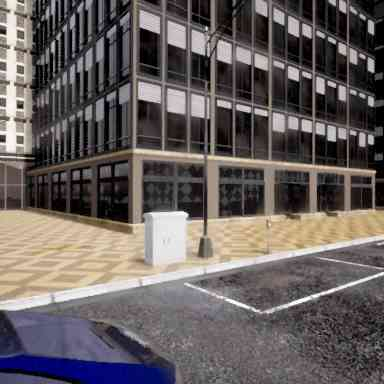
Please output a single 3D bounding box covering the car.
[{"bbox_3d":[-2.000,1.564,1.875,4.181,1.385,1.994,0,0,-37],"label":"car"}]
